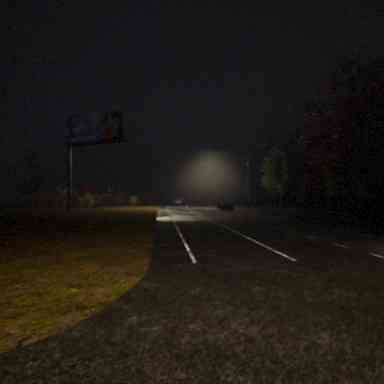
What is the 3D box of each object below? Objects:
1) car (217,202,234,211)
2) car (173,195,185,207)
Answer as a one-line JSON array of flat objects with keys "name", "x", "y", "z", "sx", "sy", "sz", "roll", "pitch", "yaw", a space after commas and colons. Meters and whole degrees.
[{"name": "car", "x": 5.068, "y": 2.187, "z": 51.765, "sx": 1.895, "sy": 1.301, "sz": 4.718, "roll": 0, "pitch": -1, "yaw": -5}, {"name": "car", "x": -2.758, "y": 1.973, "z": 69.616, "sx": 2.150, "sy": 2.045, "sz": 5.566, "roll": 0, "pitch": -1, "yaw": 0}]
